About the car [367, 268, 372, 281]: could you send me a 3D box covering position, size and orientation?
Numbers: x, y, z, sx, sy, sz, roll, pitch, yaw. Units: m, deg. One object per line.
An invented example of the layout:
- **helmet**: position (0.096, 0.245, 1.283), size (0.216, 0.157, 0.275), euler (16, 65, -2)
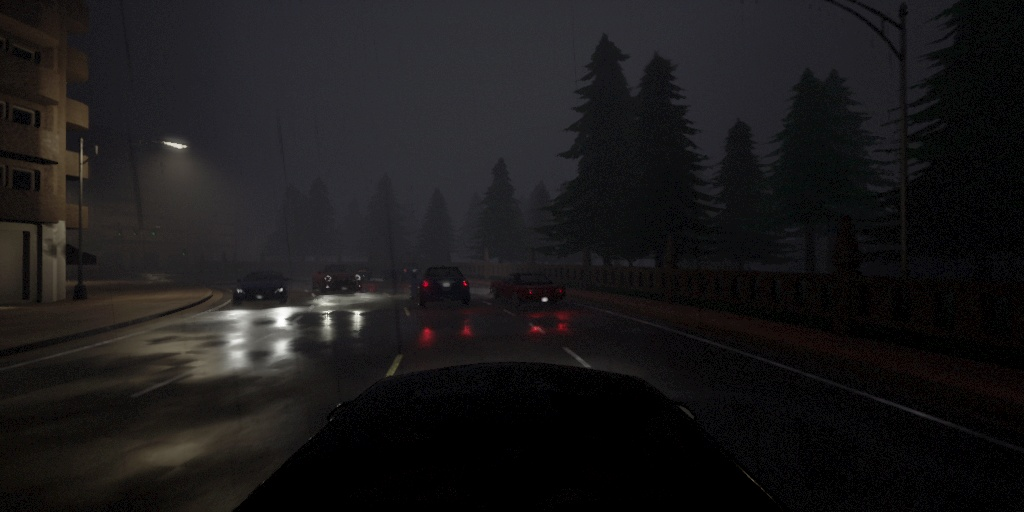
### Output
- **car**: position (-13.857, 1.445, 30.766), size (4.902, 1.511, 2.128), euler (-1, -1, 42)

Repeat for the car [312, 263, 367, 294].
- **car**: position (-10.656, 1.249, 21.756), size (2.097, 1.767, 4.553), euler (0, 0, -37)

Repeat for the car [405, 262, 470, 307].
- **car**: position (-3.426, 1.194, 16.363), size (2.097, 1.767, 4.553), euler (0, 0, -22)

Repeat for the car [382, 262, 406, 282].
- **car**: position (-9.651, 1.299, 31.502), size (2.097, 1.767, 4.553), euler (0, 0, -44)

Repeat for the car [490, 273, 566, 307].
- **car**: position (0.507, 1.428, 16.179), size (1.895, 1.301, 4.718), euler (0, 0, -20)

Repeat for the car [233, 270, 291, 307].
- **car**: position (-11.327, 1.396, 16.469), size (1.812, 1.442, 4.674), euler (0, -1, -30)
